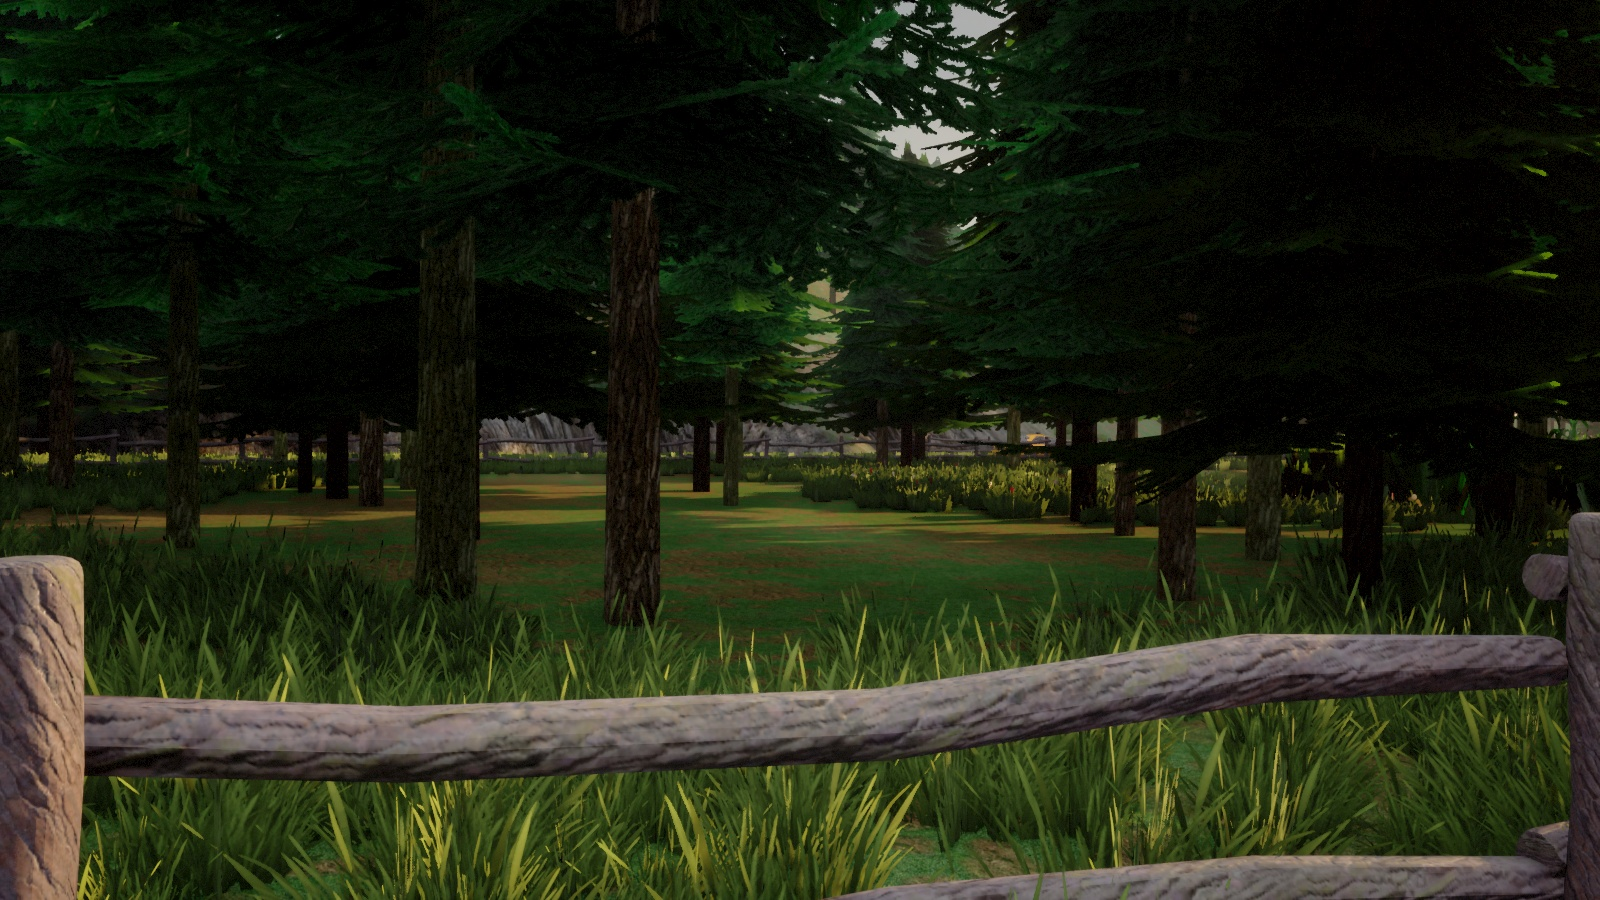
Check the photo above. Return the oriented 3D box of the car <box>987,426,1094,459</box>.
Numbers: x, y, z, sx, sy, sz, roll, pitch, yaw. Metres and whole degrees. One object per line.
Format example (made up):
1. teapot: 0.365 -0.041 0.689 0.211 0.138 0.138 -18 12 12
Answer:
1. car: 12.136 -0.399 63.377 5.366 1.575 1.801 -1 1 -28
